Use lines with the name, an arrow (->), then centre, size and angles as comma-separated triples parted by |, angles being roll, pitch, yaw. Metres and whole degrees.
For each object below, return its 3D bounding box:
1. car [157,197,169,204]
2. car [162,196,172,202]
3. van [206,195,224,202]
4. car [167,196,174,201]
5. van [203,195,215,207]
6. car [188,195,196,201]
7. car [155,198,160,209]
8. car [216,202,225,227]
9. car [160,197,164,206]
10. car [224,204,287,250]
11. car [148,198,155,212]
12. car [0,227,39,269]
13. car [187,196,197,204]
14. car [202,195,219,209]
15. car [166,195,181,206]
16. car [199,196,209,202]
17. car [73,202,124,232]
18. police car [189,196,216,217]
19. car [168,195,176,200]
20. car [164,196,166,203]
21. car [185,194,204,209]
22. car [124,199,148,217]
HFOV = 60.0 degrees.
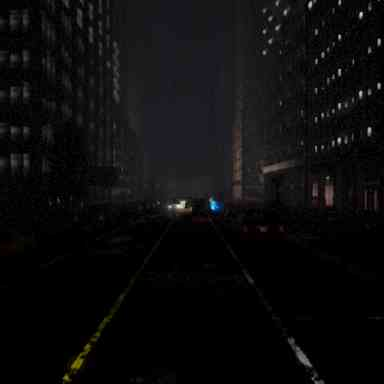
car -> -5.684, 1.625, 65.564 | 2.008, 1.369, 4.403 | -1, 0, 0
car -> -5.682, 1.638, 76.931 | 2.008, 1.369, 4.403 | -1, 0, 0
van -> 2.688, 1.383, 37.144 | 1.690, 1.788, 3.998 | -1, 0, 0
car -> -5.679, 1.681, 88.298 | 1.802, 1.307, 4.206 | -1, 0, 0
van -> 2.692, 1.403, 54.195 | 1.690, 1.788, 3.998 | -1, 0, 0
car -> 0.017, 1.501, 82.503 | 2.033, 1.411, 5.357 | 0, 0, 0
car -> -5.689, 1.594, 42.829 | 1.887, 1.381, 4.507 | -1, 0, 0
car -> 2.687, 1.548, 20.263 | 1.752, 1.417, 4.829 | -1, 0, 0
car -> -5.688, 1.606, 48.513 | 2.008, 1.369, 4.403 | -1, 0, 0
car -> 2.685, 1.456, 14.410 | 1.967, 1.590, 4.097 | -1, 0, 0
car -> -5.690, 1.608, 37.145 | 1.947, 1.339, 4.313 | -1, 0, 0
car -> -5.696, 1.535, 8.558 | 1.752, 1.417, 4.829 | -1, 0, 0
car -> 0.014, 1.600, 67.503 | 1.812, 1.442, 4.674 | 0, 0, 0
car -> 2.690, 1.370, 48.511 | 2.192, 1.841, 5.009 | -1, 0, 0
car -> -3.043, 1.570, 57.885 | 1.837, 1.490, 4.892 | 0, 0, 1
car -> 2.699, 1.637, 76.929 | 2.008, 1.369, 4.403 | -1, 0, 0
car -> -5.695, 1.463, 20.095 | 1.967, 1.590, 4.097 | -1, 0, 0
police car -> 0.906, 1.461, 31.600 | 1.930, 1.638, 5.238 | 0, 0, 0
car -> -5.679, 1.545, 93.982 | 1.967, 1.590, 4.097 | -1, 0, 0
car -> -5.686, 1.644, 54.196 | 1.802, 1.307, 4.206 | -1, 0, 0
car -> 0.392, 1.406, 47.587 | 2.097, 1.767, 4.553 | 0, 0, 9
car -> -5.691, 1.587, 31.462 | 2.008, 1.369, 4.403 | -1, 0, 0
